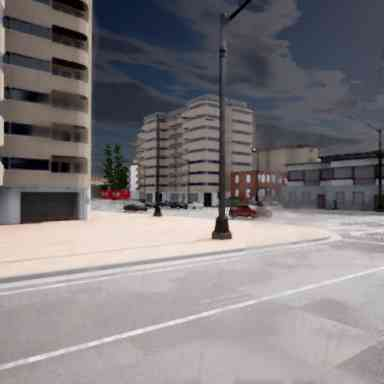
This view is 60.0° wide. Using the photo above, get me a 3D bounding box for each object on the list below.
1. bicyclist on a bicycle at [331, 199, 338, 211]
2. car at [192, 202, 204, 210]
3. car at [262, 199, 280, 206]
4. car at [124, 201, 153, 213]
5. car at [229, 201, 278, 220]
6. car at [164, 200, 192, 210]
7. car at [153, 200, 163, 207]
[{"bbox_3d":[19.786,1.824,46.136,1.656,1.620,0.582,0,-1,-37],"label":"bicyclist on a bicycle"},{"bbox_3d":[0.281,2.534,62.408,1.812,1.442,4.674,1,-1,-36],"label":"car"},{"bbox_3d":[15.842,2.169,67.378,1.970,1.475,3.806,1,-2,-37],"label":"car"},{"bbox_3d":[-8.587,2.378,50.699,2.033,1.411,5.357,1,-2,-37],"label":"car"},{"bbox_3d":[5.535,1.859,31.844,1.812,1.442,4.674,1,-1,-37],"label":"car"},{"bbox_3d":[-2.583,2.490,60.388,1.837,1.490,4.892,0,-1,-36],"label":"car"},{"bbox_3d":[-8.742,2.636,68.511,2.033,1.411,5.357,1,-1,-37],"label":"car"}]
